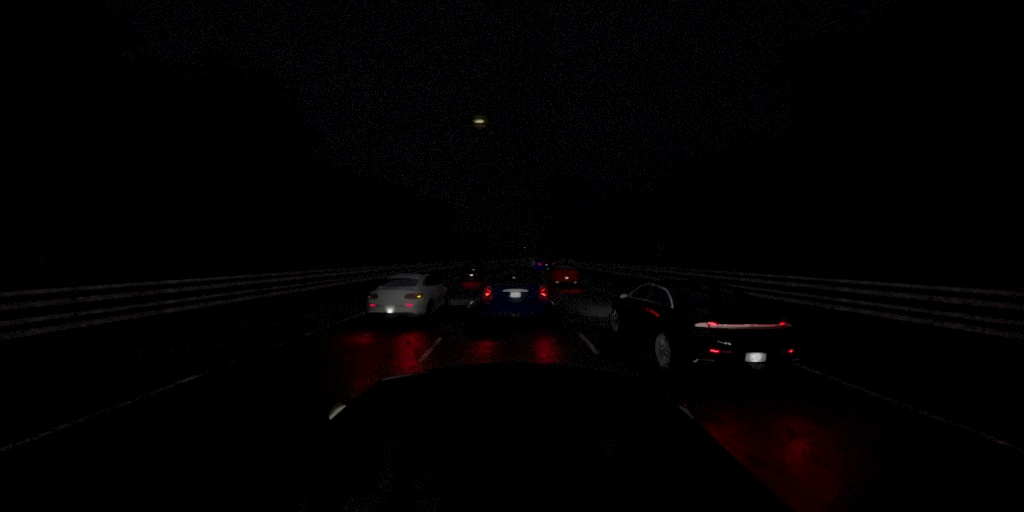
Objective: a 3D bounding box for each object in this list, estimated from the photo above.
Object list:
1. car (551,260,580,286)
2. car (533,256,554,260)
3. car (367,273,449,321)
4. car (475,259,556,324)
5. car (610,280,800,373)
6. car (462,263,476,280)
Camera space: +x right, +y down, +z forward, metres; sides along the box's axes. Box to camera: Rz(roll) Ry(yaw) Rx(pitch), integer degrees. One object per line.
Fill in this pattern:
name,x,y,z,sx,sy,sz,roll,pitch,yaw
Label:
car,3.554,1.270,25.586,1.882,1.535,5.008,0,0,1
car,3.818,1.071,41.570,2.150,2.045,5.566,0,0,1
car,-3.409,1.288,12.329,1.812,1.442,4.674,0,0,0
car,0.104,1.114,12.184,2.097,1.767,4.553,0,0,0
car,3.501,1.242,7.573,2.128,1.511,4.902,0,0,0
car,-3.268,1.325,31.819,1.837,1.490,4.892,0,0,1
